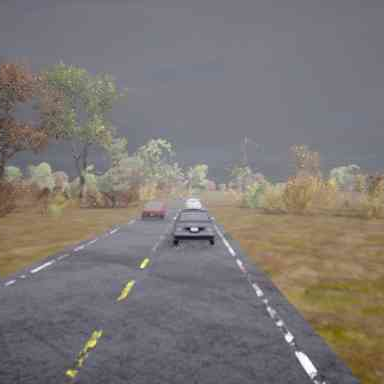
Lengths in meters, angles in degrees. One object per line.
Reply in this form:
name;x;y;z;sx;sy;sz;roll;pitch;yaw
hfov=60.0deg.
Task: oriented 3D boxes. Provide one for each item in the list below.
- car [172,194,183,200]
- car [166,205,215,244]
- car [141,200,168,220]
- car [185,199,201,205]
car;-2.941;1.234;69.397;1.837;1.490;4.892;0;0;0
car;0.096;1.547;15.845;2.033;1.411;5.357;0;0;0
car;-3.074;1.479;27.959;1.882;1.535;5.008;0;0;0
car;0.135;1.529;39.317;1.812;1.442;4.674;0;0;0
